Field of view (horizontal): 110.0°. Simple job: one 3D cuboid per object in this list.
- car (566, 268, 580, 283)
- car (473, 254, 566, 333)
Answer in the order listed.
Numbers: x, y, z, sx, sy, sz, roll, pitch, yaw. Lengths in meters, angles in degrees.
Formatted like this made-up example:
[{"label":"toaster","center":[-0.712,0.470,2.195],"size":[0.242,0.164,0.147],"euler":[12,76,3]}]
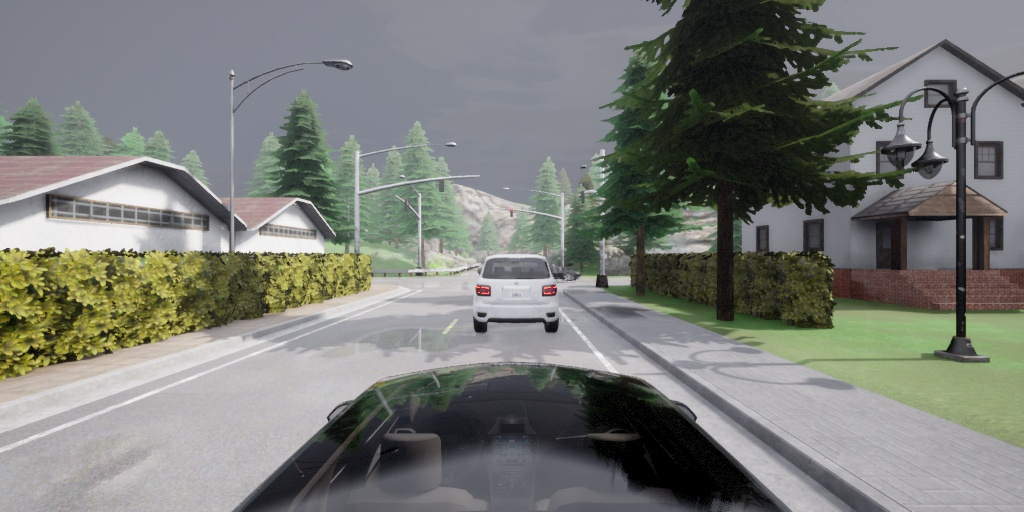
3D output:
[{"label":"car","center":[2.664,1.233,27.000],"size":[4.902,1.511,2.128],"euler":[0,0,0]},{"label":"car","center":[0.106,0.971,10.912],"size":[2.150,2.045,5.566],"euler":[0,0,0]}]
